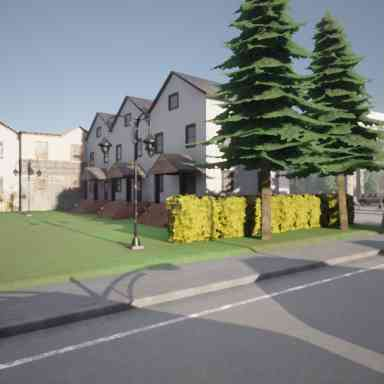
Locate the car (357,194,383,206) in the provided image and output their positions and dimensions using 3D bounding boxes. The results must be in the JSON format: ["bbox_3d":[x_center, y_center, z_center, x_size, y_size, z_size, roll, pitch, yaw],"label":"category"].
[{"bbox_3d":[26.957,1.096,49.072,1.932,1.855,4.605,0,0,-36],"label":"car"}]

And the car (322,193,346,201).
[{"bbox_3d":[31.817,1.096,74.527,1.932,1.855,4.605,0,0,-36],"label":"car"}]
